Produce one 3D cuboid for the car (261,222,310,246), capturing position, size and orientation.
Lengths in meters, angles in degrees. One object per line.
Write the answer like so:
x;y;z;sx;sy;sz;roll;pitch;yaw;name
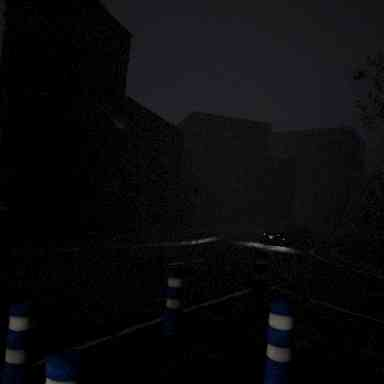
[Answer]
6.482;2.791;22.662;1.837;1.490;4.892;-1;-5;40;car
